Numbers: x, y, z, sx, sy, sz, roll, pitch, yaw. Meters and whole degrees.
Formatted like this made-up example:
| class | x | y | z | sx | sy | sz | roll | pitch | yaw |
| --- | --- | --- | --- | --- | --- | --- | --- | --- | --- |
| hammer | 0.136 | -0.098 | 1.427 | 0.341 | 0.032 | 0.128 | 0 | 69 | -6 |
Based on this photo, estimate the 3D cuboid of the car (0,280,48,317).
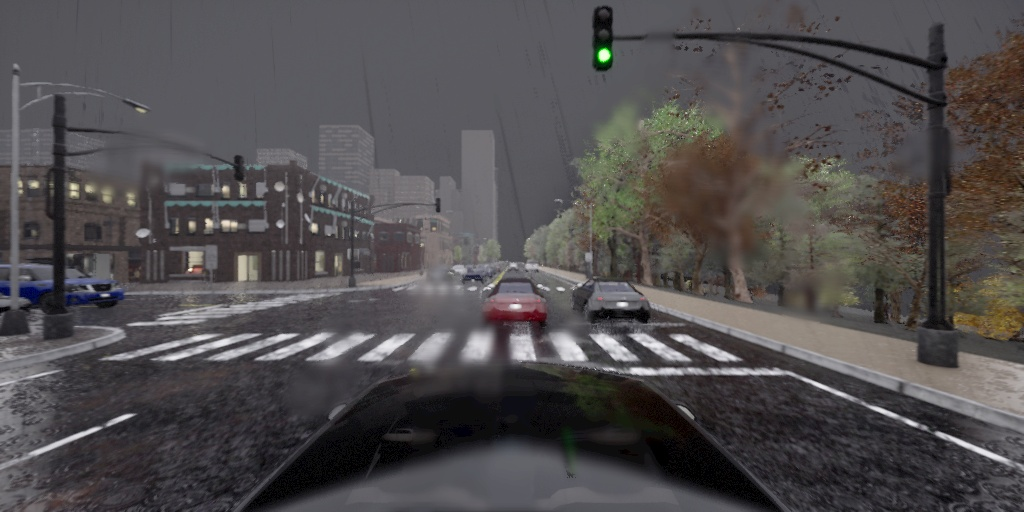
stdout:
| class | x | y | z | sx | sy | sz | roll | pitch | yaw |
| --- | --- | --- | --- | --- | --- | --- | --- | --- | --- |
| car | -19.913 | 1.692 | 12.674 | 4.313 | 1.339 | 1.948 | 0 | 0 | 0 |

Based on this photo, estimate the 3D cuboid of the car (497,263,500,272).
| class | x | y | z | sx | sy | sz | roll | pitch | yaw |
| --- | --- | --- | --- | --- | --- | --- | --- | --- | --- |
| car | -3.137 | 1.909 | 50.993 | 1.837 | 1.490 | 4.892 | 0 | -1 | 0 |

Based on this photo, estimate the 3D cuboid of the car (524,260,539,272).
| class | x | y | z | sx | sy | sz | roll | pitch | yaw |
| --- | --- | --- | --- | --- | --- | --- | --- | --- | --- |
| car | 3.484 | 1.787 | 62.627 | 2.150 | 2.045 | 5.566 | 0 | -1 | 0 |

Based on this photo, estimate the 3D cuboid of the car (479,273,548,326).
| class | x | y | z | sx | sy | sz | roll | pitch | yaw |
| --- | --- | --- | --- | --- | --- | --- | --- | --- | --- |
| car | 0.118 | 1.459 | 12.402 | 1.994 | 1.385 | 4.181 | 0 | -1 | 0 |

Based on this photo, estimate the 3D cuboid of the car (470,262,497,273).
| class | x | y | z | sx | sy | sz | roll | pitch | yaw |
| --- | --- | --- | --- | --- | --- | --- | --- | --- | --- |
| car | -3.197 | 1.624 | 41.015 | 2.097 | 1.767 | 4.553 | 0 | -1 | 0 |

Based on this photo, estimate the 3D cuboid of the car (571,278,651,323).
| class | x | y | z | sx | sy | sz | roll | pitch | yaw |
| --- | --- | --- | --- | --- | --- | --- | --- | --- | --- |
| car | 3.370 | 1.469 | 12.905 | 1.994 | 1.385 | 4.181 | 0 | -1 | 0 |

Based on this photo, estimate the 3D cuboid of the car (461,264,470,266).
| class | x | y | z | sx | sy | sz | roll | pitch | yaw |
| --- | --- | --- | --- | --- | --- | --- | --- | --- | --- |
| car | -6.434 | 1.829 | 43.707 | 1.812 | 1.442 | 4.674 | 0 | -1 | 0 |

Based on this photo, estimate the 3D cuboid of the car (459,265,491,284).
| class | x | y | z | sx | sy | sz | roll | pitch | yaw |
| --- | --- | --- | --- | --- | --- | --- | --- | --- | --- |
| car | -3.238 | 1.752 | 31.939 | 1.895 | 1.301 | 4.718 | 0 | -1 | 0 |

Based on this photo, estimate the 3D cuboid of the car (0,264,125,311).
| class | x | y | z | sx | sy | sz | roll | pitch | yaw |
| --- | --- | --- | --- | --- | --- | --- | --- | --- | --- |
| car | -20.192 | 1.361 | 15.395 | 5.566 | 2.045 | 2.150 | -1 | 0 | 1 |

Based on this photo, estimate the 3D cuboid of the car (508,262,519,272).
| class | x | y | z | sx | sy | sz | roll | pitch | yaw |
| --- | --- | --- | --- | --- | --- | --- | --- | --- | --- |
| car | 0.235 | 2.168 | 63.051 | 1.895 | 1.301 | 4.718 | 0 | -1 | 0 |

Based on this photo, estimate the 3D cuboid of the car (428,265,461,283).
| class | x | y | z | sx | sy | sz | roll | pitch | yaw |
| --- | --- | --- | --- | --- | --- | --- | --- | --- | --- |
| car | -6.479 | 1.660 | 33.534 | 2.128 | 1.511 | 4.902 | 0 | -1 | 0 |
